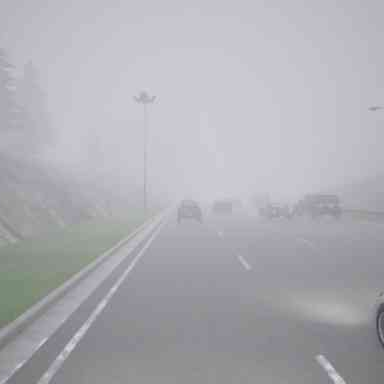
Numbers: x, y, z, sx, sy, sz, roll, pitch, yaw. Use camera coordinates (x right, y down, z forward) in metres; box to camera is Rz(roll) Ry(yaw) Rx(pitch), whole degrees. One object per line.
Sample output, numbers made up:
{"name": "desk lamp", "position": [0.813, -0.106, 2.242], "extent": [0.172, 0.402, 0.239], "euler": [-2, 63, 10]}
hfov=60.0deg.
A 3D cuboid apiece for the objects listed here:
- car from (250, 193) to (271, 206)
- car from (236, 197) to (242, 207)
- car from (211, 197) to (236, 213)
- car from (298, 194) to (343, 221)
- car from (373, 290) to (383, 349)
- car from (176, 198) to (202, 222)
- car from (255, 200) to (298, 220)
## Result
{"name": "car", "position": [9.996, 1.181, 48.863], "extent": [2.150, 2.045, 5.566], "euler": [0, 0, -1]}
{"name": "car", "position": [6.463, 1.470, 51.266], "extent": [1.837, 1.490, 4.892], "euler": [0, 0, -1]}
{"name": "car", "position": [3.165, 1.455, 36.063], "extent": [1.882, 1.535, 5.008], "euler": [0, 0, -1]}
{"name": "car", "position": [10.280, 1.186, 27.377], "extent": [2.150, 2.045, 5.566], "euler": [0, 0, -1]}
{"name": "car", "position": [3.582, 1.517, 2.965], "extent": [1.812, 1.442, 4.674], "euler": [0, 0, 0]}
{"name": "car", "position": [-0.203, 1.481, 26.273], "extent": [2.128, 1.511, 4.902], "euler": [0, 0, -1]}
{"name": "car", "position": [6.782, 1.575, 27.326], "extent": [1.895, 1.301, 4.718], "euler": [0, 0, -1]}
